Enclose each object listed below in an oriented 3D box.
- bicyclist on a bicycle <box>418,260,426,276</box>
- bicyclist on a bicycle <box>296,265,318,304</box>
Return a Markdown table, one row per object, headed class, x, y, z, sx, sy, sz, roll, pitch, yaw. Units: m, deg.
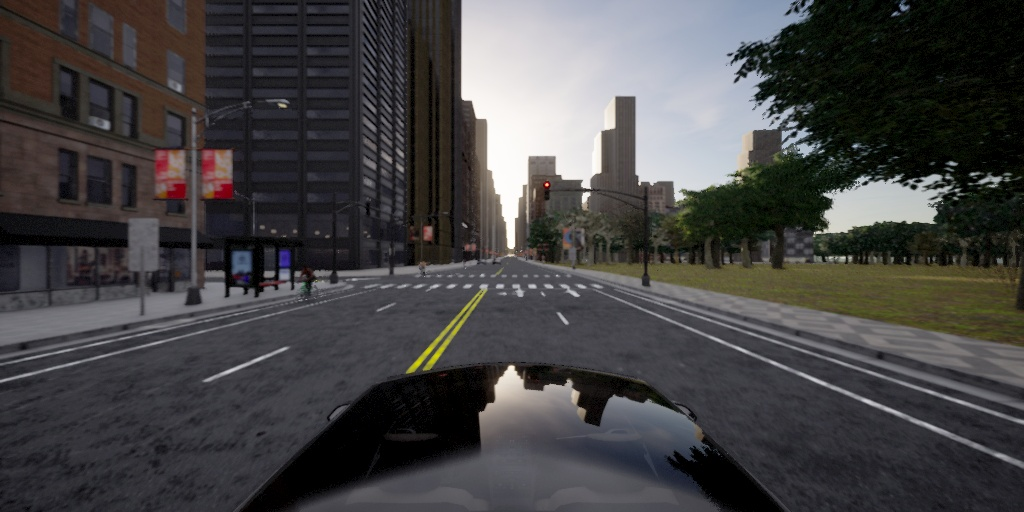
| class | x | y | z | sx | sy | sz | roll | pitch | yaw |
| --- | --- | --- | --- | --- | --- | --- | --- | --- | --- |
| bicyclist on a bicycle | -8.755 | 1.174 | 35.173 | 0.866 | 1.612 | 1.509 | 0 | 0 | 0 |
| bicyclist on a bicycle | -8.756 | 1.189 | 15.363 | 0.582 | 1.620 | 1.656 | 0 | 0 | 0 |
